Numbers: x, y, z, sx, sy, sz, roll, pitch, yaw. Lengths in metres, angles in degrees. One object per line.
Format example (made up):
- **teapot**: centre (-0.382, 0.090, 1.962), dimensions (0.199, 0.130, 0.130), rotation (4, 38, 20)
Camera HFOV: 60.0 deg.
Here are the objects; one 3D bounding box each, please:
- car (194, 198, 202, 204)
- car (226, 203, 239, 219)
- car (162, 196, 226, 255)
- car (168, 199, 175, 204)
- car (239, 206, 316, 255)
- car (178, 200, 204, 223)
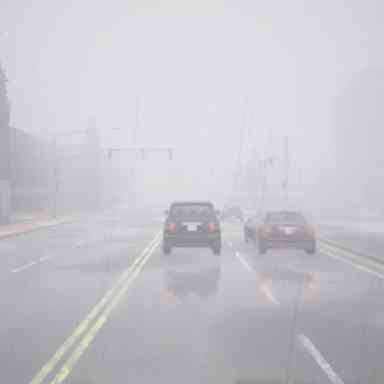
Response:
- **car**: centre (1.556, 2.360, 89.510), dimensions (1.994, 1.385, 4.181), rotation (0, -1, -2)
- **car**: centre (3.413, 1.780, 29.401), dimensions (1.837, 1.490, 4.892), rotation (0, 0, 1)
- **car**: centre (0.000, 1.347, 14.018), dimensions (2.150, 2.045, 5.566), rotation (0, 0, 0)
- **car**: centre (-5.402, 2.401, 87.827), dimensions (1.895, 1.301, 4.718), rotation (0, -1, -2)
- **car**: centre (3.501, 1.481, 14.082), dimensions (2.097, 1.767, 4.553), rotation (0, -1, 0)
- **car**: centre (-0.142, 1.619, 29.117), dimensions (2.097, 1.767, 4.553), rotation (0, -1, -2)
